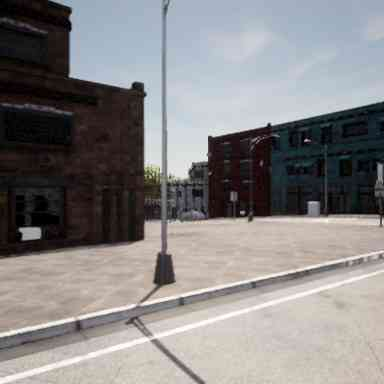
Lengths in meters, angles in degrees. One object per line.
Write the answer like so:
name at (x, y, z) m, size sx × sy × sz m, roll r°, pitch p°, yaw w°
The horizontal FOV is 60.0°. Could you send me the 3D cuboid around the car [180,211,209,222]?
car at (0.260, 3.047, 41.329) m, size 1.994 × 1.385 × 4.181 m, roll 0°, pitch -5°, yaw -36°
